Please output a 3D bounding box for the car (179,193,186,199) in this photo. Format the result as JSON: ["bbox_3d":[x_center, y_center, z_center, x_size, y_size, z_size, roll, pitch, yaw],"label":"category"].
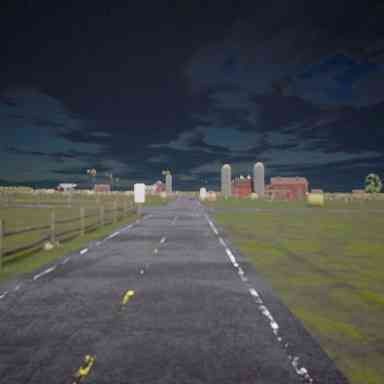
[{"bbox_3d":[-2.749,1.206,95.450,1.837,1.490,4.892,0,0,0],"label":"car"}]

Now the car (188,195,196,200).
[{"bbox_3d":[0.003,1.586,88.329,1.812,1.442,4.674,0,0,0],"label":"car"}]
